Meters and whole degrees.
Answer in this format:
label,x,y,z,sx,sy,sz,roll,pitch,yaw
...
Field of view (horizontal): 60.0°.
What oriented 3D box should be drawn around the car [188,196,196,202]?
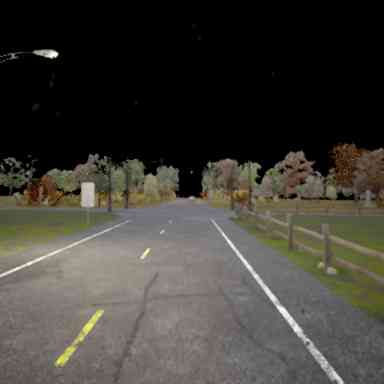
label,x,y,z,sx,sy,sz,roll,pitch,yaw
car,-0.022,1.962,93.881,2.097,1.767,4.553,0,0,0
